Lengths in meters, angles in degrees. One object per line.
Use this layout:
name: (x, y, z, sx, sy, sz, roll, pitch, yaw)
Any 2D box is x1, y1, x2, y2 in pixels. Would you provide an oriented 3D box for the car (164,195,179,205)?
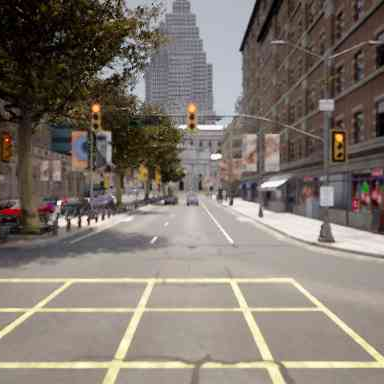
car: (-3.496, 1.374, 53.414, 2.033, 1.411, 5.357, 0, 0, 0)

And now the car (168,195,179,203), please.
car: (-3.495, 1.301, 62.899, 1.837, 1.490, 4.892, 0, 0, 0)

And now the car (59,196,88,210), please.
car: (-14.997, 1.339, 42.493, 1.882, 1.535, 5.008, 0, 0, 0)

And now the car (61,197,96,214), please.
car: (-11.497, 1.396, 33.308, 1.837, 1.490, 4.892, 0, 0, 0)

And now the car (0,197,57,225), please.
car: (-11.567, 1.401, 23.511, 1.882, 1.535, 5.008, 0, 0, 0)

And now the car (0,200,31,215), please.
car: (-18.247, 1.486, 33.400, 1.895, 1.301, 4.718, 0, 0, 0)

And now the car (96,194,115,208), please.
car: (-11.497, 1.211, 43.297, 2.097, 1.767, 4.553, 0, 0, 0)

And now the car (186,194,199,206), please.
car: (0.102, 1.380, 51.759, 2.033, 1.411, 5.357, 0, 0, 0)

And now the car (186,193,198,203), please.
car: (0.005, 1.148, 62.982, 2.097, 1.767, 4.553, 0, 0, 0)
